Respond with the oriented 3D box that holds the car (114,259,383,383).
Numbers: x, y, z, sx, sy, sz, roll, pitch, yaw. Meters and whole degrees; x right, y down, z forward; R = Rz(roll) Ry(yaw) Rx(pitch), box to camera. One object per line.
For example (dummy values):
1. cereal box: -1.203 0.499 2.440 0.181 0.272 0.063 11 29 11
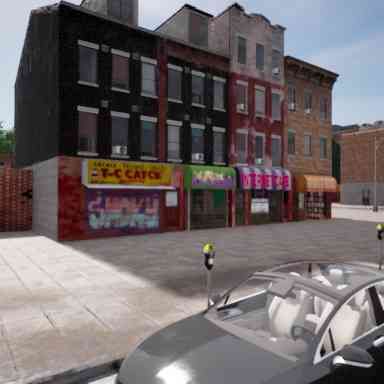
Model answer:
1. car: 1.312 1.551 3.734 4.403 1.369 2.008 0 0 -35
